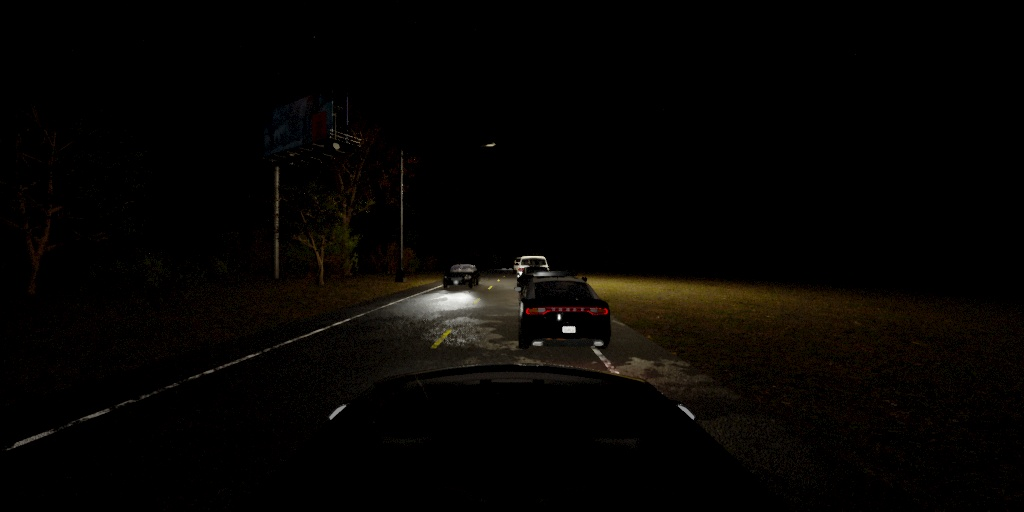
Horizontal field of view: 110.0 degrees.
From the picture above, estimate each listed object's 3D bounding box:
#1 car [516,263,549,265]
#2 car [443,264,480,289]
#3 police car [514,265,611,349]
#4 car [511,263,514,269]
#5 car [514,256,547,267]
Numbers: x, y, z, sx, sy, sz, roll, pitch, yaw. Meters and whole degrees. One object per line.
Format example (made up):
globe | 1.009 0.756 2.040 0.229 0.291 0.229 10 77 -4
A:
car | 1.276 1.296 19.172 1.837 1.490 4.892 0 0 1
car | -3.235 1.304 23.615 2.128 1.511 4.902 0 0 2
police car | 1.099 1.184 9.316 1.930 1.638 5.238 0 0 1
car | 1.392 1.203 46.526 2.150 2.045 5.566 0 0 4
car | 1.445 1.044 25.181 2.150 2.045 5.566 0 0 2
